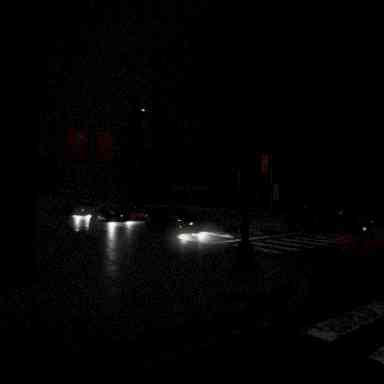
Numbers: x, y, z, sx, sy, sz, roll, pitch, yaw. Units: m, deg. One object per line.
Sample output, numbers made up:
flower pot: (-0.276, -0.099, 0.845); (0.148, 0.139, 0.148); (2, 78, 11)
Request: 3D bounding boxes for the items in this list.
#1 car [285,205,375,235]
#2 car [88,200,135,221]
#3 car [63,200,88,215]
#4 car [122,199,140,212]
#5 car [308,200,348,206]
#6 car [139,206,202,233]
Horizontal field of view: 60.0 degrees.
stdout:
car: (7.795, 1.645, 19.303); (1.895, 1.301, 4.718); (0, 0, -36)
car: (-6.944, 1.619, 28.334); (1.812, 1.442, 4.674); (0, 0, -36)
car: (-12.712, 1.622, 36.369); (2.128, 1.511, 4.902); (0, 0, -35)
car: (-8.153, 1.641, 41.493); (2.128, 1.511, 4.902); (0, 0, -36)
car: (8.926, 1.413, 23.304); (2.097, 1.767, 4.553); (0, 0, -36)
car: (-1.207, 1.619, 20.347); (1.994, 1.385, 4.181); (0, 0, -36)
